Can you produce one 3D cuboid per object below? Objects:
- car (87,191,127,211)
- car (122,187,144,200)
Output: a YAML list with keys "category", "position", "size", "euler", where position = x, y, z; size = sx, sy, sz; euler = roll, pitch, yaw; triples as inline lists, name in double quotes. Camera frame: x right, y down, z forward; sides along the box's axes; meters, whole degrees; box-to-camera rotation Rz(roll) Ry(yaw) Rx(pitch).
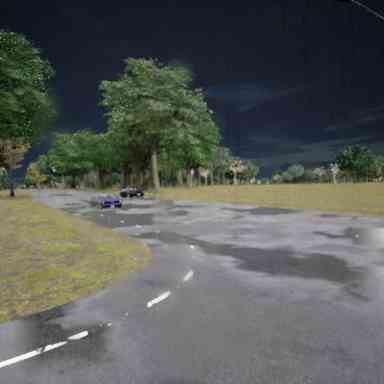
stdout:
- category: "car"
  position: [-7.625, 0.825, 28.975]
  size: [1.895, 1.301, 4.718]
  euler: [-3, 3, -31]
- category: "car"
  position: [-7.780, 0.084, 42.670]
  size: [1.882, 1.535, 5.008]
  euler: [-3, 3, -31]
